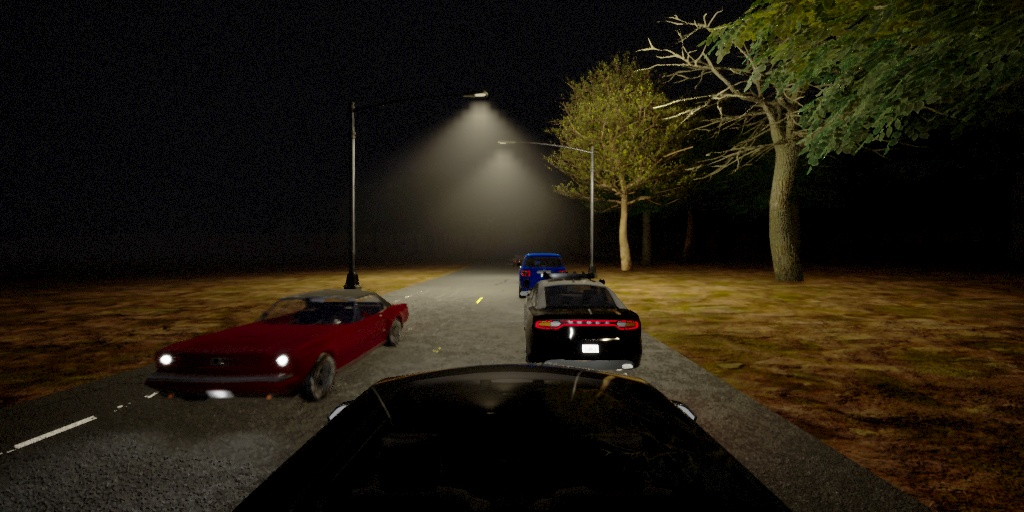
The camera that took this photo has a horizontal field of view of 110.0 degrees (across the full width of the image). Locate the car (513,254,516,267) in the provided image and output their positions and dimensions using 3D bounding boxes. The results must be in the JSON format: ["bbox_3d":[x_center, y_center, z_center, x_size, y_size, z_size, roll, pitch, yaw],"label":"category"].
[{"bbox_3d":[1.069,0.677,49.636,2.033,1.411,5.357,0,2,2],"label":"car"}]

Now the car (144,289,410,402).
[{"bbox_3d":[-3.466,1.341,6.507,1.895,1.301,4.718,0,0,1],"label":"car"}]

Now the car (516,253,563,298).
[{"bbox_3d":[1.425,0.889,17.800,2.150,2.045,5.566,0,1,1],"label":"car"}]

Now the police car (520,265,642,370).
[{"bbox_3d":[1.215,1.159,7.887,1.930,1.638,5.238,0,0,1],"label":"police car"}]
